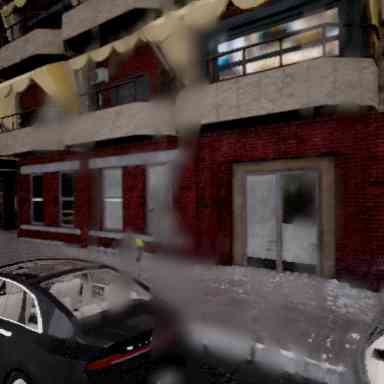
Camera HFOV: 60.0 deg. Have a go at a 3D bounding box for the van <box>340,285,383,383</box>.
[{"bbox_3d":[2.563,1.336,1.057,3.998,1.788,1.690,0,-1,36],"label":"van"}]

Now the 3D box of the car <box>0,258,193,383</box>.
[{"bbox_3d":[-2.046,1.565,4.345,4.403,1.369,2.008,0,-1,36],"label":"car"}]
